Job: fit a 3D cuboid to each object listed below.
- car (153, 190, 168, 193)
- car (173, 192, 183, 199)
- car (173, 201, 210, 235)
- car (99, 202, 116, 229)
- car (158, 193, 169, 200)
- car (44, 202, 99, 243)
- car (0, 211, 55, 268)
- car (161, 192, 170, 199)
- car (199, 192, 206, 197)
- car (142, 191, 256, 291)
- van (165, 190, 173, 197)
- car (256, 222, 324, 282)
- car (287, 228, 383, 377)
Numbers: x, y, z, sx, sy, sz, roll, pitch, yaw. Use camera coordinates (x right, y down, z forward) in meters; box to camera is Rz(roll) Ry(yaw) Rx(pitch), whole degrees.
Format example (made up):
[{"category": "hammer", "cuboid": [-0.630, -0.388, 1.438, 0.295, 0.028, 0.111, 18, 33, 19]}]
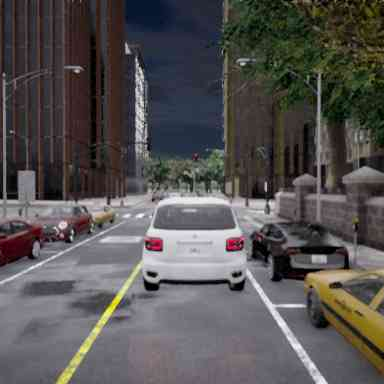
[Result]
[{"category": "car", "cuboid": [-5.828, 0.701, 57.575, 2.192, 1.841, 5.009, 0, 1, 0]}, {"category": "car", "cuboid": [-3.084, 0.757, 75.051, 1.994, 1.385, 4.181, 0, 1, 0]}, {"category": "car", "cuboid": [0.003, 1.324, 18.503, 1.812, 1.442, 4.674, 0, 1, 0]}, {"category": "car", "cuboid": [-5.787, 1.308, 20.001, 1.752, 1.417, 4.829, 0, 1, 0]}, {"category": "car", "cuboid": [-5.840, 0.856, 68.452, 1.802, 1.307, 4.206, 0, 1, 0]}, {"category": "car", "cuboid": [-5.781, 1.279, 14.714, 1.967, 1.590, 4.097, 0, 1, 0]}, {"category": "car", "cuboid": [-5.775, 1.443, 9.258, 1.887, 1.381, 4.507, 0, 1, 0]}, {"category": "car", "cuboid": [-5.846, 0.745, 73.719, 1.752, 1.417, 4.829, 0, 1, 0]}, {"category": "car", "cuboid": [2.667, 0.630, 84.943, 1.752, 1.417, 4.829, 0, 1, 0]}, {"category": "car", "cuboid": [0.056, 1.124, 8.855, 2.150, 2.045, 5.566, 0, 1, 0]}, {"category": "van", "cuboid": [-5.858, 0.448, 84.762, 1.690, 1.788, 3.998, 0, 1, 0]}, {"category": "car", "cuboid": [2.750, 1.464, 9.270, 1.947, 1.339, 4.313, 0, 1, 0]}, {"category": "car", "cuboid": [2.756, 1.480, 3.983, 1.752, 1.417, 4.829, 0, 1, 0]}]
